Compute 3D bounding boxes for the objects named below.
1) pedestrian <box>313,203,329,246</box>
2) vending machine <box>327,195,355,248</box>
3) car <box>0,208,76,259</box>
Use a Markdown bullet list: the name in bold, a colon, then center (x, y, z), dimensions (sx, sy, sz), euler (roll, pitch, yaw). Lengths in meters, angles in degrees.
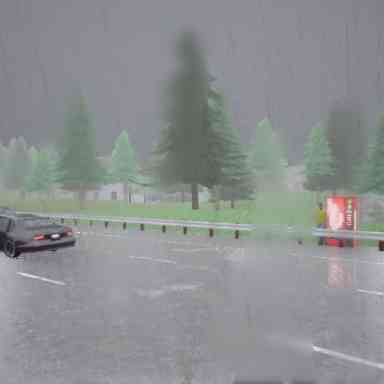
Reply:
- **pedestrian**: center (5.396, 1.294, 13.903), dimensions (0.375, 1.860, 0.375), euler (0, 0, 35)
- **vending machine**: center (6.321, 1.195, 14.092), dimensions (0.880, 2.100, 1.100), euler (0, 0, 35)
- **car**: center (-6.766, 1.548, 12.611), dimensions (5.357, 1.411, 2.033), euler (0, 0, 32)
